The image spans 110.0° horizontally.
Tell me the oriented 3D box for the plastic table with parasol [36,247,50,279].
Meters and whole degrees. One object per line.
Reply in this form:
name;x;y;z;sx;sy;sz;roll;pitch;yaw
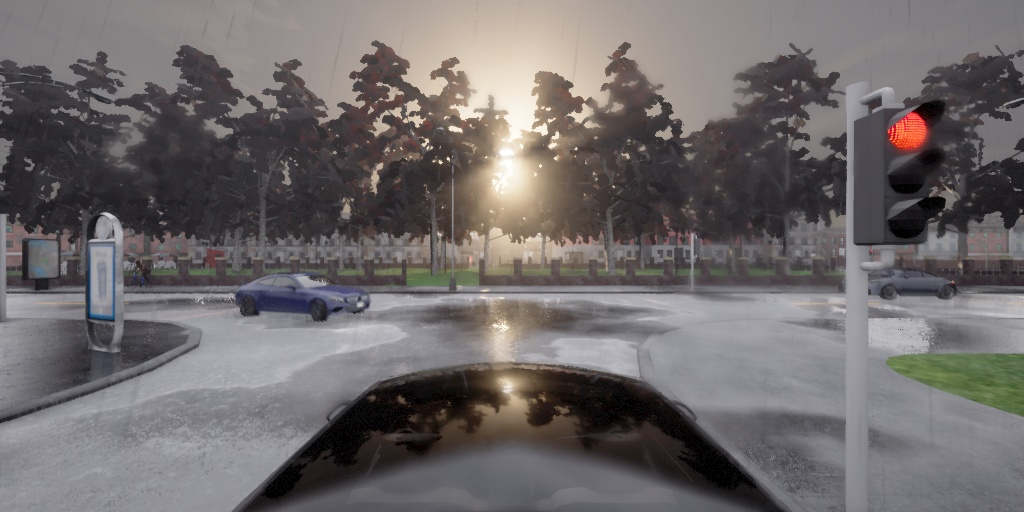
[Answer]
plastic table with parasol;-43.602;0.620;34.901;2.482;2.480;2.482;0;0;-39

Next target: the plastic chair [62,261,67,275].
plastic chair;-38.279;1.306;31.284;0.750;1.272;0.730;0;0;-35

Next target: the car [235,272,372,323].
car;-6.995;1.275;11.995;4.674;1.442;1.812;0;0;18

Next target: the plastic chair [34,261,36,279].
plastic chair;-44.610;1.295;34.151;0.730;1.272;0.750;0;0;-41

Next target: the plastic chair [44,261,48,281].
plastic chair;-40.212;1.293;31.512;0.730;1.272;0.750;0;0;-40

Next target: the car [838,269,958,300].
car;18.249;1.314;17.080;4.181;1.385;1.994;0;0;0

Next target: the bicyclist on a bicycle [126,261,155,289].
bicyclist on a bicycle;-22.028;1.099;21.269;0.582;1.620;1.656;0;0;0

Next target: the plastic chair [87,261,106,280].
plastic chair;-38.183;1.296;32.990;0.730;1.272;0.750;0;0;-40

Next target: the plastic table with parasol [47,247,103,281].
plastic table with parasol;-39.181;0.694;32.257;2.482;2.480;2.482;0;0;-40
